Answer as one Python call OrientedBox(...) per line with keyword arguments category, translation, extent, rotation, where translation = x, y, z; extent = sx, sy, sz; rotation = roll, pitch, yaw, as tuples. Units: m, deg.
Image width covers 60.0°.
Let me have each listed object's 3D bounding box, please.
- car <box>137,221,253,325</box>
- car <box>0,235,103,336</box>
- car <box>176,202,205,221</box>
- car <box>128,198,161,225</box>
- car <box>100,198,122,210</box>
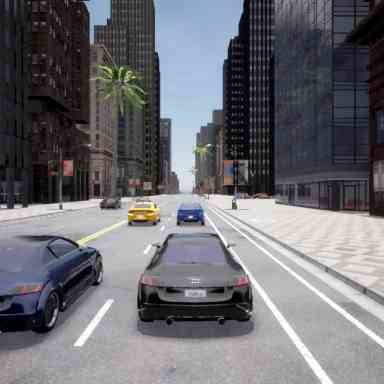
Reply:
OrientedBox(category="car", translation=(0.036, 1.563, 7.230), extent=(1.994, 1.385, 4.181), rotation=(0, 0, 0))
OrientedBox(category="car", translation=(-3.210, 1.563, 6.778), extent=(1.994, 1.385, 4.181), rotation=(0, 0, 0))
OrientedBox(category="car", translation=(-0.110, 1.477, 24.034), extent=(1.882, 1.535, 5.008), rotation=(0, 0, -1))
OrientedBox(category="car", translation=(-3.361, 1.477, 24.008), extent=(1.882, 1.535, 5.008), rotation=(0, 0, 0))
OrientedBox(category="car", translation=(-10.212, 1.479, 42.076), extent=(1.882, 1.535, 5.008), rotation=(0, 0, 0))
